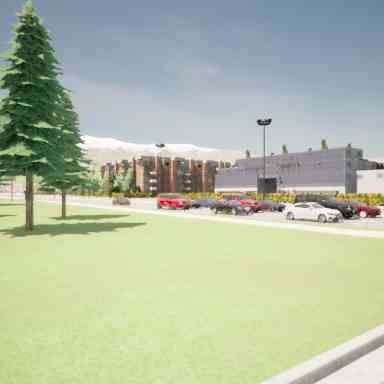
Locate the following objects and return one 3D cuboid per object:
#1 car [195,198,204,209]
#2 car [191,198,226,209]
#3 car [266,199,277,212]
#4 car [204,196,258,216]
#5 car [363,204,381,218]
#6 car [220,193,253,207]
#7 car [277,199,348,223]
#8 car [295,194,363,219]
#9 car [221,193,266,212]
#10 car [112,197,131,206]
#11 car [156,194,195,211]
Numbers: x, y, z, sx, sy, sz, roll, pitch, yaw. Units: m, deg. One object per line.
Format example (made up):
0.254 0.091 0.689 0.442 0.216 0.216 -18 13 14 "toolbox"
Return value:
-0.945 1.568 45.929 2.033 1.411 5.357 0 0 -36 "car"
2.280 1.570 47.447 2.033 1.411 5.357 0 0 -36 "car"
8.502 1.571 38.903 2.033 1.411 5.357 0 0 -36 "car"
3.816 1.509 33.456 2.128 1.511 4.902 0 0 -36 "car"
14.589 1.501 30.588 1.882 1.535 5.008 0 0 -36 "car"
7.165 1.251 54.664 2.150 2.045 5.566 0 0 -36 "car"
9.304 1.544 25.996 1.812 1.442 4.674 0 0 -35 "car"
11.399 1.242 29.018 2.150 2.045 5.566 0 0 -36 "car"
5.241 1.242 37.440 2.150 2.045 5.566 0 0 -36 "car"
-11.771 1.571 55.088 1.812 1.442 4.674 0 0 -36 "car"
-2.466 1.236 42.074 2.150 2.045 5.566 0 0 -36 "car"
